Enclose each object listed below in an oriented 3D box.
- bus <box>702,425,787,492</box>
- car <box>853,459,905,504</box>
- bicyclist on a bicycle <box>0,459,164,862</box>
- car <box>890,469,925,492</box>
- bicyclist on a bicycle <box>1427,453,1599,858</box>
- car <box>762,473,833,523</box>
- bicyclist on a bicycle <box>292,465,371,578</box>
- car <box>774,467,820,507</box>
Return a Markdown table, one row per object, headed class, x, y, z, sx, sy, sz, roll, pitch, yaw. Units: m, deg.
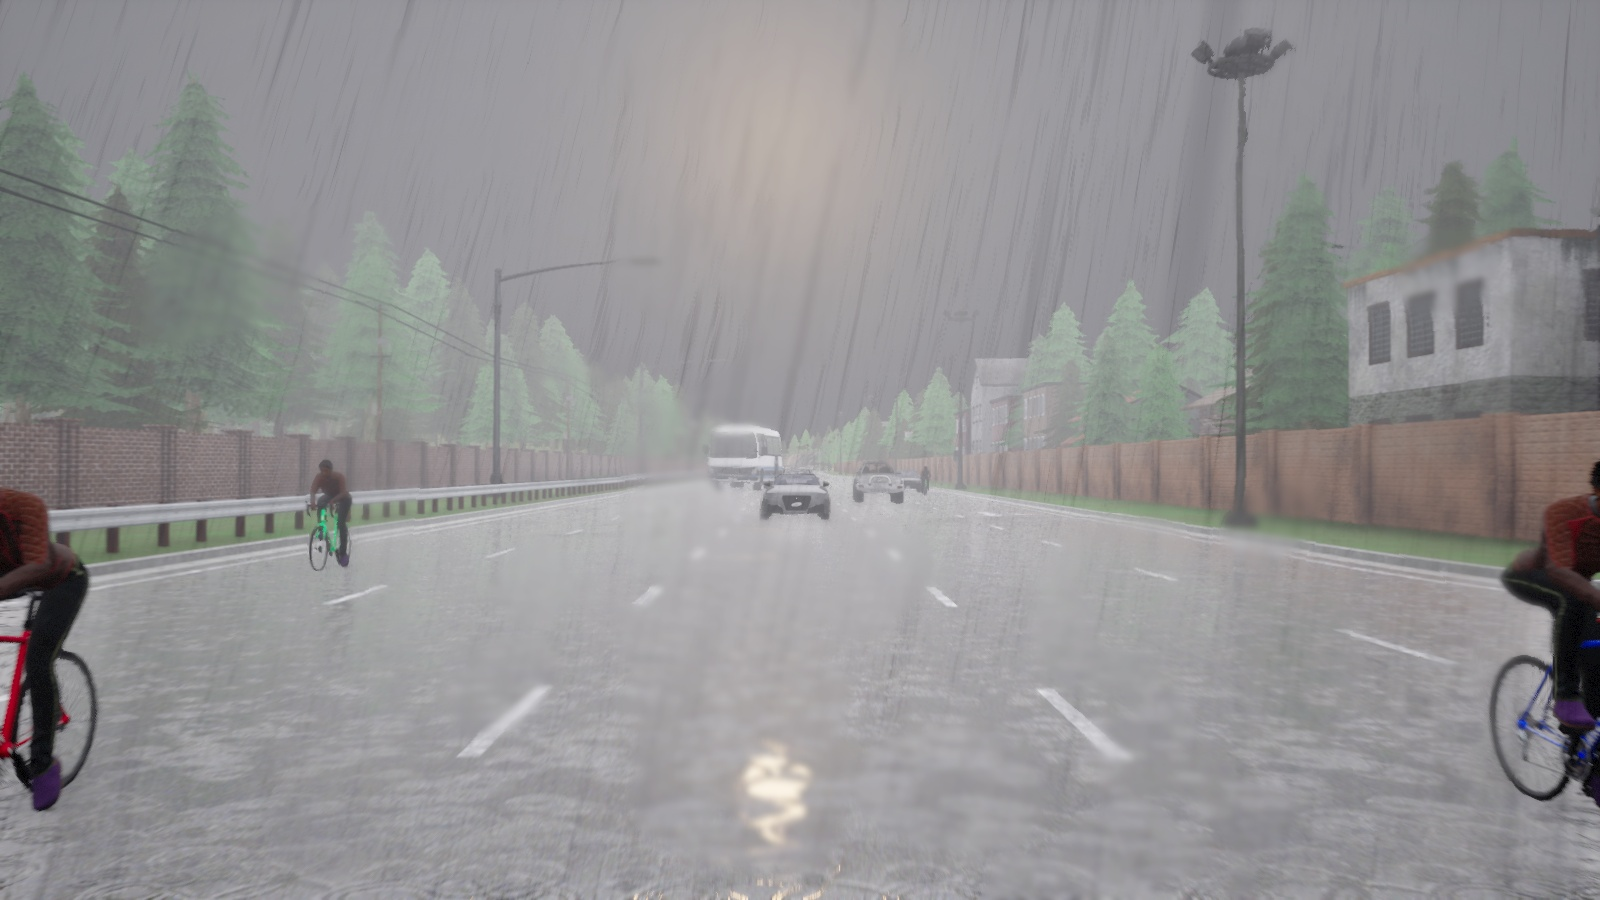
| class | x | y | z | sx | sy | sz | roll | pitch | yaw |
| --- | --- | --- | --- | --- | --- | --- | --- | --- | --- |
| bus | -3.642 | 0.610 | 86.093 | 3.944 | 4.253 | 10.273 | -1 | -1 | 8 |
| car | 3.371 | 1.345 | 54.226 | 1.932 | 1.855 | 4.605 | 0 | -1 | 0 |
| bicyclist on a bicycle | -3.513 | 0.851 | 5.538 | 0.582 | 1.620 | 1.656 | 0 | 0 | 0 |
| car | 6.892 | 1.923 | 80.938 | 2.033 | 1.411 | 5.357 | 0 | -1 | 3 |
| bicyclist on a bicycle | 3.487 | 0.823 | 5.555 | 0.582 | 1.620 | 1.656 | 0 | 0 | 0 |
| car | -0.089 | 1.380 | 37.507 | 1.994 | 1.385 | 4.181 | 0 | -1 | 0 |
| bicyclist on a bicycle | -7.045 | 1.046 | 18.956 | 0.582 | 1.620 | 1.656 | 0 | 0 | 0 |
| car | -0.122 | 1.479 | 51.111 | 1.789 | 1.549 | 3.705 | 0 | -1 | 0 |
